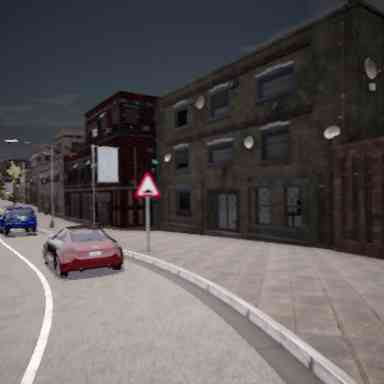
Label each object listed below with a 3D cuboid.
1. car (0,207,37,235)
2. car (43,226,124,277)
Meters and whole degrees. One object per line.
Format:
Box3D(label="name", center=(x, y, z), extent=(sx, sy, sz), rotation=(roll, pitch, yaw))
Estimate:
Box3D(label="car", center=(-13.979, 2.312, 26.768), extent=(2.150, 2.045, 5.566), rotation=(-1, -3, -34))
Box3D(label="car", center=(-3.872, 1.872, 11.510), extent=(1.994, 1.385, 4.181), rotation=(-1, -2, -31))
